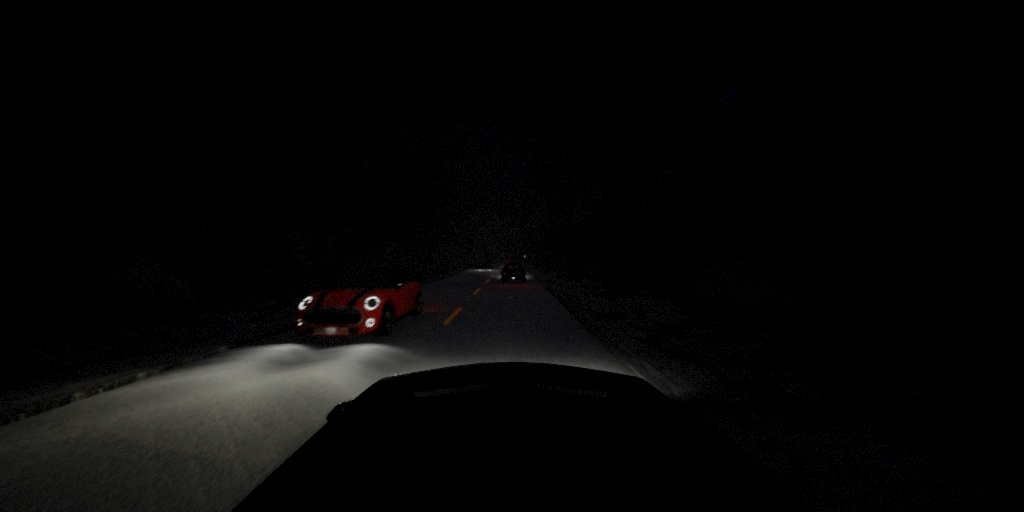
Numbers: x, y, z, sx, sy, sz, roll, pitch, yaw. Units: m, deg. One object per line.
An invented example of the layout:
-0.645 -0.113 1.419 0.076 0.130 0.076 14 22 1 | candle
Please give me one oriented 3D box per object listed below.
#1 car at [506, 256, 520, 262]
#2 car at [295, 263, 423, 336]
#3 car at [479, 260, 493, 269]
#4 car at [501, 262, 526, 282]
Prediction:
0.143 0.984 62.788 2.150 2.045 5.566 0 0 0 | car
-4.098 1.102 10.366 2.097 1.767 4.553 0 0 0 | car
-3.992 1.308 55.165 2.033 1.411 5.357 0 0 1 | car
0.109 1.357 29.039 1.895 1.301 4.718 0 0 0 | car
